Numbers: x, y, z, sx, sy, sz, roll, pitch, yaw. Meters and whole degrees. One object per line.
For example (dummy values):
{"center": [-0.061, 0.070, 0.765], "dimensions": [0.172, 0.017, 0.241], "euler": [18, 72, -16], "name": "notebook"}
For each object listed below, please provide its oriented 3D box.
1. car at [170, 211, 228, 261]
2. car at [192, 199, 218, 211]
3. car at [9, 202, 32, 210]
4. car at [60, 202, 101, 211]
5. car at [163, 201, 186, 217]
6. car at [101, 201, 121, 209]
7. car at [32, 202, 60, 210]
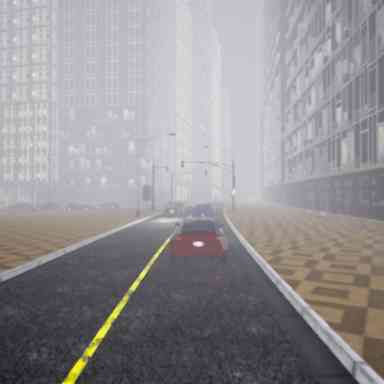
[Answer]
{"center": [0.284, 1.639, 12.650], "dimensions": [1.994, 1.385, 4.181], "euler": [0, 0, 2], "name": "car"}
{"center": [1.016, 1.634, 28.391], "dimensions": [1.882, 1.535, 5.008], "euler": [0, 0, 4], "name": "car"}
{"center": [-30.507, 2.472, 59.535], "dimensions": [4.313, 1.339, 1.947], "euler": [-1, 0, 13], "name": "car"}
{"center": [-15.934, 2.061, 47.598], "dimensions": [4.403, 1.369, 2.008], "euler": [-1, 0, 13], "name": "car"}
{"center": [-1.709, 1.675, 34.086], "dimensions": [2.128, 1.511, 4.902], "euler": [0, 0, 4], "name": "car"}
{"center": [-14.061, 2.142, 55.765], "dimensions": [4.403, 1.369, 2.008], "euler": [-1, 0, 13], "name": "car"}
{"center": [-25.025, 2.366, 58.279], "dimensions": [4.313, 1.339, 1.947], "euler": [-1, 0, 13], "name": "car"}
